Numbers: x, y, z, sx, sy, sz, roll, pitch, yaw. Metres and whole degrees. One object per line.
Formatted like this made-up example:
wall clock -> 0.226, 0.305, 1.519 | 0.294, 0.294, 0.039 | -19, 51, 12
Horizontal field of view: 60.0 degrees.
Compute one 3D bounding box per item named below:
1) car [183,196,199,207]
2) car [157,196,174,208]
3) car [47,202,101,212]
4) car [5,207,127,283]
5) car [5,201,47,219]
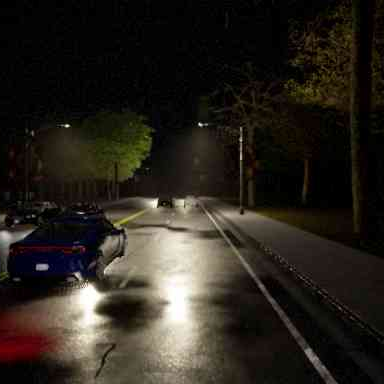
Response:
car -> -0.128, 1.248, 44.434 | 1.812, 1.442, 4.674 | 0, 1, 0
car -> -3.333, 1.211, 42.601 | 1.882, 1.535, 5.008 | 0, 0, 0
car -> -6.555, 1.380, 19.849 | 1.837, 1.490, 4.892 | 0, 0, 0
car -> -3.162, 1.415, 9.484 | 1.882, 1.535, 5.008 | 0, 0, 0
car -> -9.796, 1.366, 21.006 | 2.128, 1.511, 4.902 | 0, 0, 0
